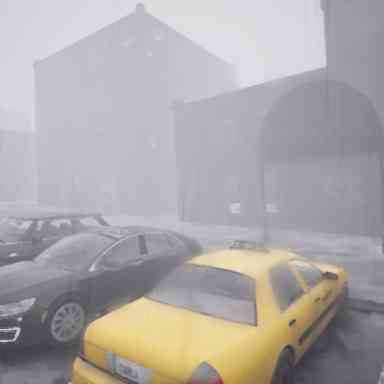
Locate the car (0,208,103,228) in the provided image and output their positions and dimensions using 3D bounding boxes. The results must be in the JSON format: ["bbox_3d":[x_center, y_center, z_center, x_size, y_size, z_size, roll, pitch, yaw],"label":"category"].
[{"bbox_3d":[-3.918,1.313,8.157,2.185,1.767,4.553,0,0,36],"label":"car"}]

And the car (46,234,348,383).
[{"bbox_3d":[0.952,1.466,4.868,1.946,1.575,5.366,0,0,36],"label":"car"}]

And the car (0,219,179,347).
[{"bbox_3d":[-1.645,1.454,6.502,2.231,1.521,4.892,0,0,36],"label":"car"}]
